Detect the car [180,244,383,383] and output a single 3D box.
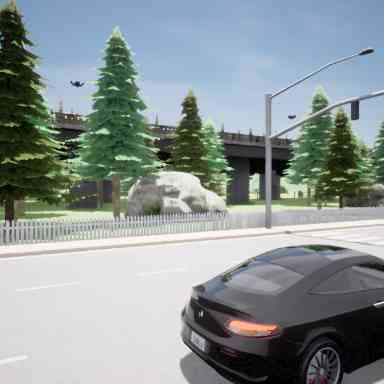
[{"bbox_3d":[2.082,1.526,4.908,4.674,1.442,1.812,0,0,-29],"label":"car"}]
